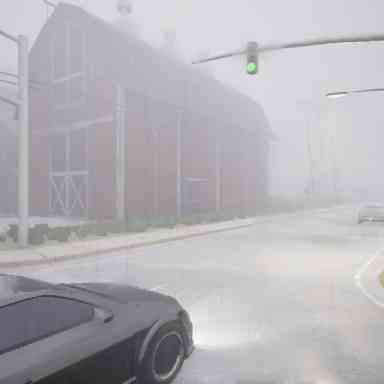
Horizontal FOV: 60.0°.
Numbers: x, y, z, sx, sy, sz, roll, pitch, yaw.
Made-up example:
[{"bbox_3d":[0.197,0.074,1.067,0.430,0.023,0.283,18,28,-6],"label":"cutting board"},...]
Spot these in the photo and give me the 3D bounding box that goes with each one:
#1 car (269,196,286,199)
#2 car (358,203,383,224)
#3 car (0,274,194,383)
[{"bbox_3d":[15.772,1.458,61.048,4.892,1.490,1.837,0,0,35],"label":"car"},{"bbox_3d":[13.278,1.549,23.988,1.812,1.442,4.674,0,0,36],"label":"car"},{"bbox_3d":[-1.806,1.584,3.436,1.994,1.385,4.181,0,0,36],"label":"car"}]
